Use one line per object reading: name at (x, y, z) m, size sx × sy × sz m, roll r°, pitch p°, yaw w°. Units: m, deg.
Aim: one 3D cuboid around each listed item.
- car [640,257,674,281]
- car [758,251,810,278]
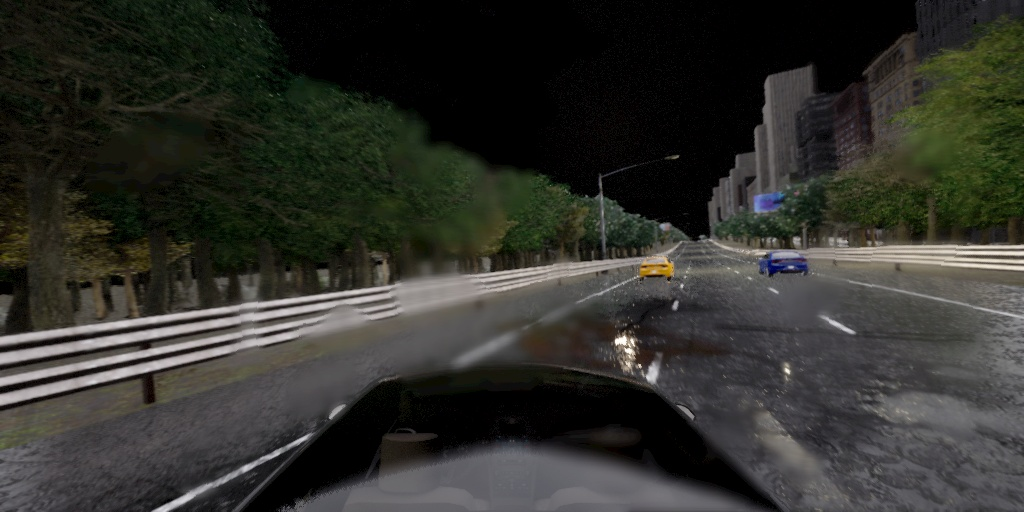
car at (10.125, 0.819, 24.971) m, size 1.882 × 1.535 × 5.008 m, roll -4°, pitch -1°, yaw 27°
car at (16.357, 0.430, 21.808) m, size 1.882 × 1.535 × 5.008 m, roll -4°, pitch -1°, yaw 27°
